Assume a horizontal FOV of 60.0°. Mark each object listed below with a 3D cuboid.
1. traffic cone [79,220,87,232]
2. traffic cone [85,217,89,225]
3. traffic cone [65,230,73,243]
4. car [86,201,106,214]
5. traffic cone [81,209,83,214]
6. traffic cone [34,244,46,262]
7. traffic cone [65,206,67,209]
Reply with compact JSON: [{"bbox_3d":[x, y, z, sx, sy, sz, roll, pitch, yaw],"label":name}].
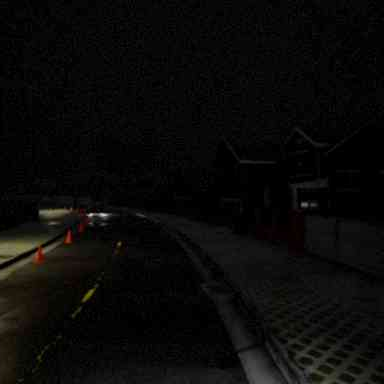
[{"bbox_3d":[-7.031,2.223,21.166,0.340,0.580,0.340,0,-1,-13],"label":"traffic cone"},{"bbox_3d":[-8.237,2.269,25.898,0.340,0.580,0.340,0,0,-16],"label":"traffic cone"},{"bbox_3d":[-6.046,2.170,16.383,0.340,0.580,0.340,0,-1,-10],"label":"traffic cone"},{"bbox_3d":[-12.353,1.929,42.453,1.812,1.442,4.674,0,0,-25],"label":"car"},{"bbox_3d":[-11.307,2.338,35.166,0.340,0.580,0.340,0,0,-21],"label":"traffic cone"},{"bbox_3d":[-5.286,2.110,11.559,0.340,0.580,0.340,0,-1,-8],"label":"traffic cone"},{"bbox_3d":[-19.970,2.405,52.645,0.340,0.580,0.340,0,0,-32],"label":"traffic cone"}]
